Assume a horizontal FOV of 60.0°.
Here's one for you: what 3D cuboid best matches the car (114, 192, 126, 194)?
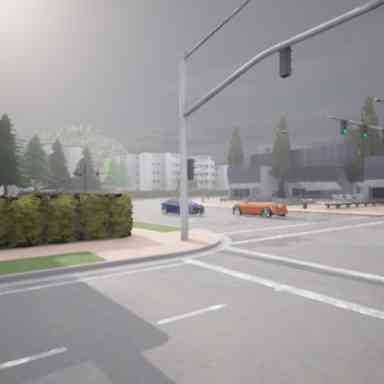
[{"bbox_3d":[-11.197,0.973,51.421,2.150,2.045,5.566,-1,0,-9],"label":"car"}]

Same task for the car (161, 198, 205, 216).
[{"bbox_3d":[-0.869,1.280,29.286,1.882,1.535,5.008,-1,1,-36],"label":"car"}]

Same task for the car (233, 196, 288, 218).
[{"bbox_3d":[5.419,1.108,27.017,2.097,1.767,4.553,-1,1,-38],"label":"car"}]
